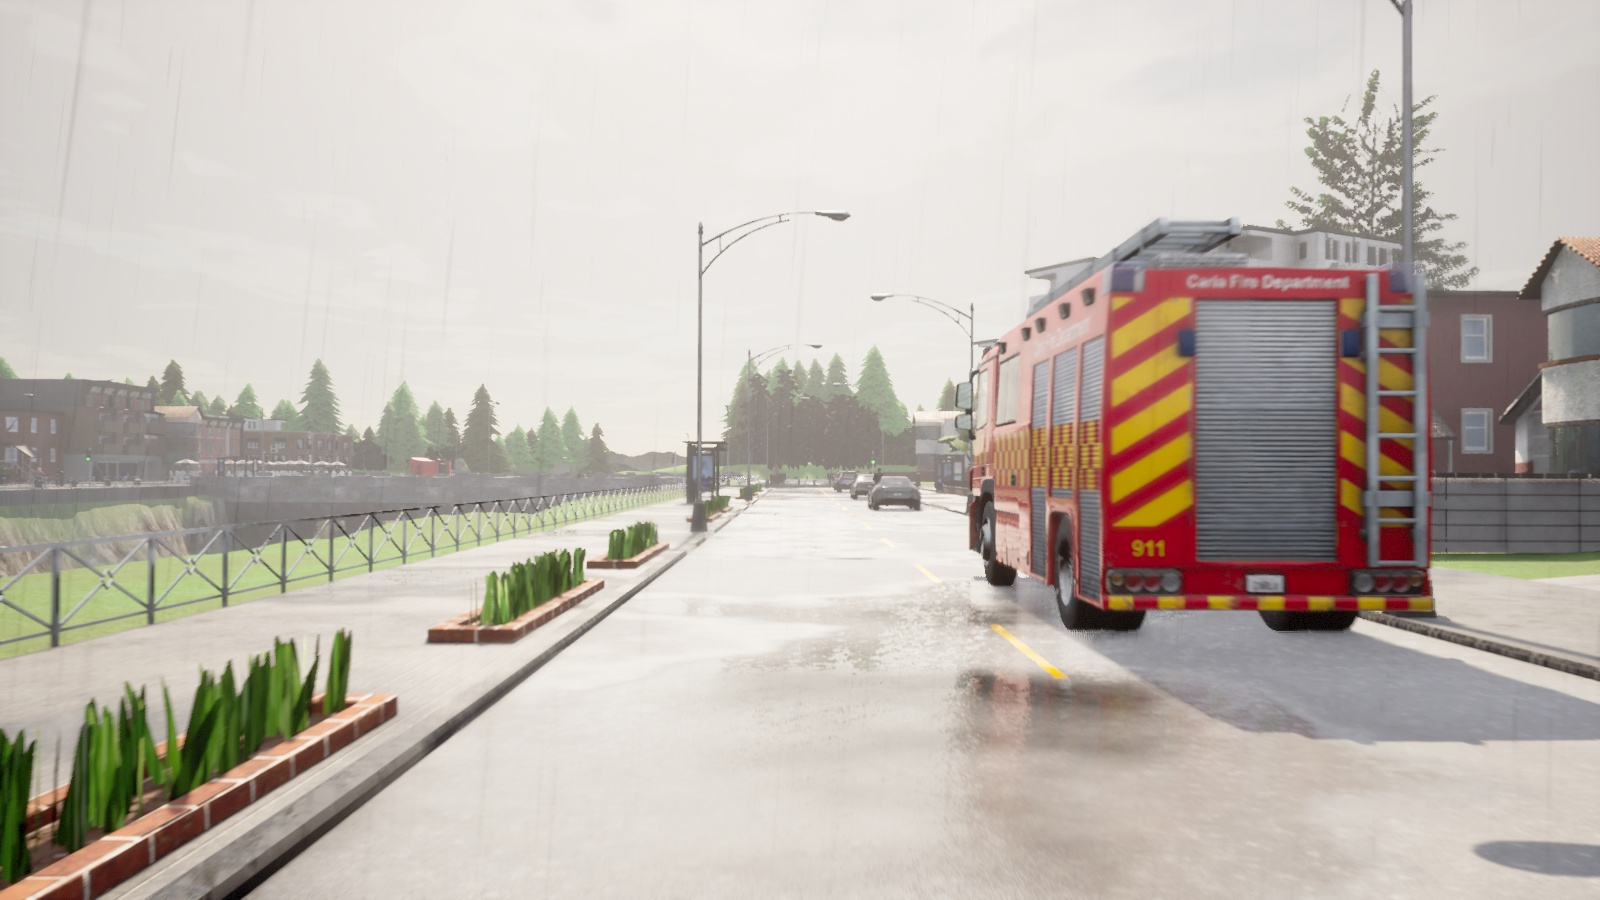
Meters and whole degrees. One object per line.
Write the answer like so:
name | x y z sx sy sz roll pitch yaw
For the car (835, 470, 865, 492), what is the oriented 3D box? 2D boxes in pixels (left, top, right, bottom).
car | 3.776 2.327 95.416 2.033 1.649 4.856 0 -1 0

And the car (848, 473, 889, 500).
car | 3.835 2.035 70.968 2.033 1.411 5.357 0 -1 0

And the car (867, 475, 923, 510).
car | 3.878 1.733 51.998 1.994 1.385 4.181 0 -1 0

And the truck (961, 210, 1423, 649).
truck | 3.960 -0.111 15.202 2.891 3.827 8.468 0 -1 0
